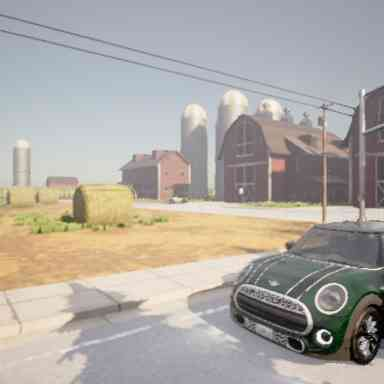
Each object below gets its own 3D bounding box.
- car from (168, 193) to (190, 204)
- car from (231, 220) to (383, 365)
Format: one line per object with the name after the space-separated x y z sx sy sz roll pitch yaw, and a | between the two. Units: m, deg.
-2.212 1.119 58.896 3.866 1.878 1.905 -2 5 11 | car
2.851 1.352 5.955 4.553 1.767 2.097 0 0 -35 | car
